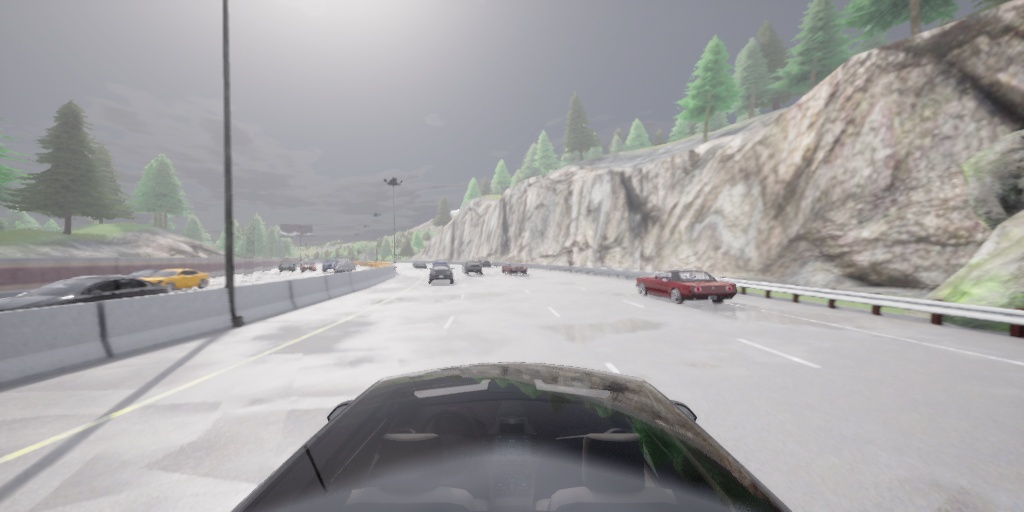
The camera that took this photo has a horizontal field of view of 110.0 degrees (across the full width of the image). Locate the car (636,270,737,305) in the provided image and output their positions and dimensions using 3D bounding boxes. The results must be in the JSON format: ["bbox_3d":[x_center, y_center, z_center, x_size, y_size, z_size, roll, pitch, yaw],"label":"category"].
[{"bbox_3d":[7.075,1.236,15.250,1.895,1.301,4.718,-1,0,-6],"label":"car"}]

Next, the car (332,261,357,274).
[{"bbox_3d":[-20.014,1.595,43.414,1.837,1.490,4.892,-1,0,-16],"label":"car"}]

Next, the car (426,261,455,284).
[{"bbox_3d":[-5.656,1.376,28.815,1.812,1.442,4.674,-1,0,-10],"label":"car"}]

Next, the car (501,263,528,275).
[{"bbox_3d":[0.155,1.356,38.466,1.895,1.301,4.718,-1,0,-14],"label":"car"}]

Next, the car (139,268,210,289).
[{"bbox_3d":[-22.834,1.612,24.181,1.882,1.535,5.008,-1,0,-9],"label":"car"}]

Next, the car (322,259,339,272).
[{"bbox_3d":[-28.135,1.450,56.025,2.150,2.045,5.566,-1,0,-22],"label":"car"}]

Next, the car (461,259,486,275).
[{"bbox_3d":[-4.557,1.340,40.614,1.837,1.490,4.892,0,0,-14],"label":"car"}]

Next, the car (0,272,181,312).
[{"bbox_3d":[-14.463,1.498,12.245,1.837,1.490,4.892,-1,0,-4],"label":"car"}]

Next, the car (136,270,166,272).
[{"bbox_3d":[-18.242,1.582,15.647,1.812,1.442,4.674,-1,0,-6],"label":"car"}]
